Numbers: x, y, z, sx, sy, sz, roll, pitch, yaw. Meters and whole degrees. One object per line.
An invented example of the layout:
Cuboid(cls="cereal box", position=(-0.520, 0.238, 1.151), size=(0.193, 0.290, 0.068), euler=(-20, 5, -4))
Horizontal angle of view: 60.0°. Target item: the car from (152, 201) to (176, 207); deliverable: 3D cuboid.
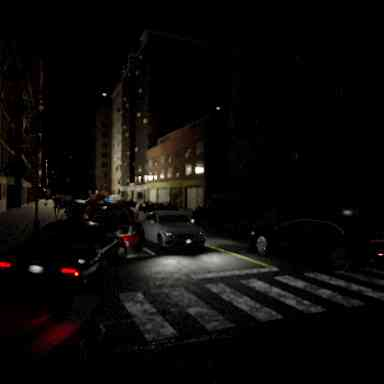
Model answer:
Cuboid(cls="car", position=(-2.711, 1.658, 32.571), size=(1.887, 1.381, 4.507), euler=(1, 0, -23))

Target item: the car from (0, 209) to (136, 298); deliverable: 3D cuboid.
Cuboid(cls="car", position=(-2.970, 1.469, 8.610), size=(2.033, 1.411, 5.357), euler=(6, 0, -2))

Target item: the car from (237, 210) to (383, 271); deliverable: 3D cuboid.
Cuboid(cls="car", position=(4.144, 1.557, 11.270), size=(2.128, 1.511, 4.902), euler=(1, 0, -37))

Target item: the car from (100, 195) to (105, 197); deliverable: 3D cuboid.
Cuboid(cls="car", position=(-16.020, 1.703, 63.939), size=(2.008, 1.369, 4.403), euler=(1, 0, -23))

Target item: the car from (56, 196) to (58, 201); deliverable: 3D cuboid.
Cuboid(cls="car", position=(-21.198, 1.637, 55.577), size=(1.947, 1.339, 4.313), euler=(1, 0, -23))

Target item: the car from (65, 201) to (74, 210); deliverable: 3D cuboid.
Cuboid(cls="car", position=(-7.886, 1.597, 24.215), size=(1.947, 1.339, 4.313), euler=(1, 0, -23))

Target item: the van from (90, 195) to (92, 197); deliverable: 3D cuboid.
Cuboid(cls="van", position=(-22.672, 1.510, 79.623), size=(1.690, 1.788, 3.998), euler=(1, 0, -23))

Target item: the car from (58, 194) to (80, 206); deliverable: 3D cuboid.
Cuboid(cls="car", position=(-16.760, 1.499, 45.124), size=(1.967, 1.590, 4.097), euler=(1, 0, -23))

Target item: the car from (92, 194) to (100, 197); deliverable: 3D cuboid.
Cuboid(cls="car", position=(-20.453, 1.479, 74.395), size=(2.192, 1.841, 5.009), euler=(1, 0, -23))

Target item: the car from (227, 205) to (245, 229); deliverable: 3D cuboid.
Cuboid(cls="car", position=(3.876, 1.617, 17.044), size=(1.752, 1.417, 4.829), euler=(1, 0, -23))

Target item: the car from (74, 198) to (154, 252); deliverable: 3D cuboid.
Cuboid(cls="car", position=(-3.446, 1.331, 13.763), size=(2.192, 1.841, 5.009), euler=(1, 0, -23))

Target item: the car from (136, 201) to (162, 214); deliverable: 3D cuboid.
Cuboid(cls="car", position=(-4.930, 1.702, 37.799), size=(1.802, 1.307, 4.206), euler=(1, 0, -23))

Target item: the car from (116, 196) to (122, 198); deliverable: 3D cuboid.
Cuboid(cls="car", position=(-9.366, 1.678, 48.255), size=(1.887, 1.381, 4.507), euler=(1, 0, -23))

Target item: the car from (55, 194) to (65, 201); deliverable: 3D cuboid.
Cuboid(cls="car", position=(-34.507, 1.419, 86.940), size=(2.192, 1.841, 5.009), euler=(1, 0, -23))

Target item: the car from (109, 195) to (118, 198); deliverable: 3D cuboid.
Cuboid(cls="car", position=(-11.583, 1.580, 53.484), size=(1.967, 1.590, 4.097), euler=(1, 0, -23))

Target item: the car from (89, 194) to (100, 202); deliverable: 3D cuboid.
Cuboid(cls="car", position=(-24.889, 1.489, 84.851), size=(2.192, 1.841, 5.009), euler=(1, 0, -23))

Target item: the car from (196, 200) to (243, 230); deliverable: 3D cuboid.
Cuboid(cls="car", position=(1.727, 1.414, 22.117), size=(2.192, 1.841, 5.009), euler=(1, 0, -23))

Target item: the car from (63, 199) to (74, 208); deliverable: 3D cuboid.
Cuboid(cls="car", position=(-10.104, 1.583, 29.442), size=(1.887, 1.381, 4.507), euler=(1, 0, -23))

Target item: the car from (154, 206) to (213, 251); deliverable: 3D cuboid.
Cuboid(cls="car", position=(-1.032, 1.565, 14.560), size=(1.812, 1.442, 4.674), euler=(1, 0, -23))

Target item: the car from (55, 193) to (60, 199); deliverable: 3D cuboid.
Cuboid(cls="car", position=(-23.414, 1.393, 60.805), size=(2.192, 1.841, 5.009), euler=(1, 0, -23))

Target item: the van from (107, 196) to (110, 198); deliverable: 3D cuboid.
Cuboid(cls="van", position=(-13.800, 1.487, 58.712), size=(1.690, 1.788, 3.998), euler=(1, 0, -23))

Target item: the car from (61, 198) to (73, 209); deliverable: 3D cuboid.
Cuboid(cls="car", position=(-12.323, 1.627, 34.669), size=(1.802, 1.307, 4.206), euler=(1, 0, -23))

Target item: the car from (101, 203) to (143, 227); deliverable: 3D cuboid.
Cuboid(cls="car", position=(-5.335, 1.601, 24.698), size=(2.033, 1.411, 5.357), euler=(1, 0, -23))
